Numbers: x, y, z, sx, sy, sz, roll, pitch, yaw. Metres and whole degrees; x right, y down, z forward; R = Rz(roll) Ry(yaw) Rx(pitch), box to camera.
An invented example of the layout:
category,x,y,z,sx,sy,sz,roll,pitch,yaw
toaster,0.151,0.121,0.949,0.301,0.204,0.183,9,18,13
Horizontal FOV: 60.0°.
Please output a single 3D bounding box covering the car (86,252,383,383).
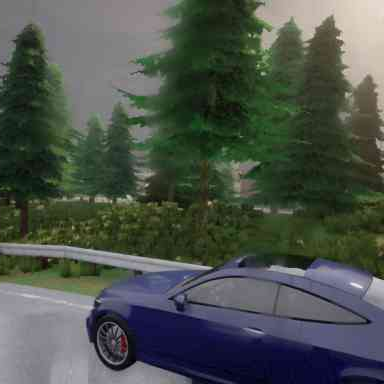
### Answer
category,x,y,z,sx,sy,sz,roll,pitch,yaw
car,0.804,1.499,4.066,4.674,1.442,1.812,1,1,31
